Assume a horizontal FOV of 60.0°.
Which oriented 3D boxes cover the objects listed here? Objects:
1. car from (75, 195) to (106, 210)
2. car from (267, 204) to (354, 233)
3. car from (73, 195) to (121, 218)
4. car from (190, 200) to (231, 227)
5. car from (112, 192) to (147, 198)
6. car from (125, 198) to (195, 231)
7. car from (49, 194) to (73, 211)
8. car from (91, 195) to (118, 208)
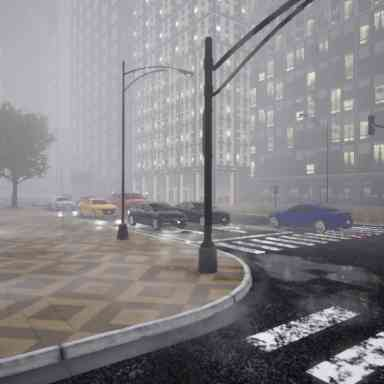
[{"bbox_3d":[-11.679,1.177,38.024,1.882,1.535,5.008,0,0,-37],"label":"car"},{"bbox_3d":[6.629,1.405,19.207,1.882,1.535,5.008,0,0,-37],"label":"car"},{"bbox_3d":[-7.808,1.254,27.371,1.882,1.535,5.008,0,0,-37],"label":"car"},{"bbox_3d":[0.421,1.344,21.763,1.882,1.535,5.008,0,0,-37],"label":"car"},{"bbox_3d":[-5.514,1.008,29.726,2.150,2.045,5.566,0,0,-37],"label":"car"},{"bbox_3d":[-2.153,1.357,19.777,1.837,1.490,4.892,0,0,-37],"label":"car"},{"bbox_3d":[-13.932,1.216,35.605,1.812,1.442,4.674,0,0,-37],"label":"car"},{"bbox_3d":[-11.532,1.203,43.585,1.812,1.442,4.674,0,0,-37],"label":"car"}]
